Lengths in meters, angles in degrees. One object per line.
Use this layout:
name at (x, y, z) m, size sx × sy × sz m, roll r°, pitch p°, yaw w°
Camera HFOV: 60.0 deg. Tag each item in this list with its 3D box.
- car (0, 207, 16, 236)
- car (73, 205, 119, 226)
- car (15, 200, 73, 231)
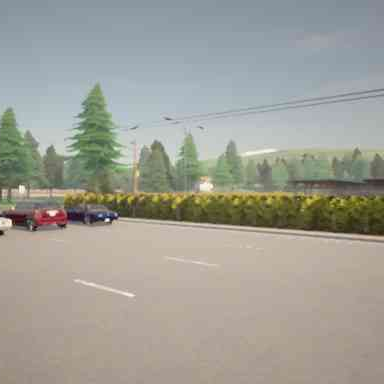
car at (-11.065, 1.522, 16.712) m, size 4.718 × 1.301 × 1.895 m, roll 0°, pitch 0°, yaw 37°
car at (-7.176, 1.506, 22.542) m, size 4.718 × 1.301 × 1.895 m, roll 0°, pitch 0°, yaw 37°
car at (-9.532, 1.263, 19.934) m, size 4.553 × 1.767 × 2.097 m, roll 0°, pitch 0°, yaw 37°
